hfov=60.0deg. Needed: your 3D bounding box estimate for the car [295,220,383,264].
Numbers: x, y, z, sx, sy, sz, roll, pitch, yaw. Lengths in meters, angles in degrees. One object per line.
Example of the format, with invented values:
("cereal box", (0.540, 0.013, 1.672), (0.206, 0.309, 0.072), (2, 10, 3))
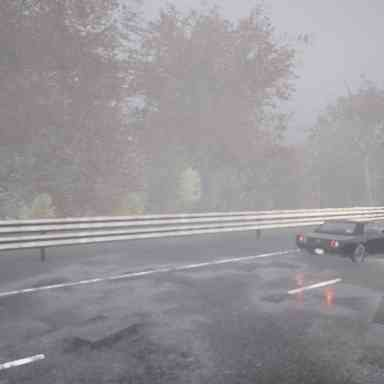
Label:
("car", (6.045, 1.694, 12.288), (4.718, 1.301, 1.895), (1, 0, -35))
